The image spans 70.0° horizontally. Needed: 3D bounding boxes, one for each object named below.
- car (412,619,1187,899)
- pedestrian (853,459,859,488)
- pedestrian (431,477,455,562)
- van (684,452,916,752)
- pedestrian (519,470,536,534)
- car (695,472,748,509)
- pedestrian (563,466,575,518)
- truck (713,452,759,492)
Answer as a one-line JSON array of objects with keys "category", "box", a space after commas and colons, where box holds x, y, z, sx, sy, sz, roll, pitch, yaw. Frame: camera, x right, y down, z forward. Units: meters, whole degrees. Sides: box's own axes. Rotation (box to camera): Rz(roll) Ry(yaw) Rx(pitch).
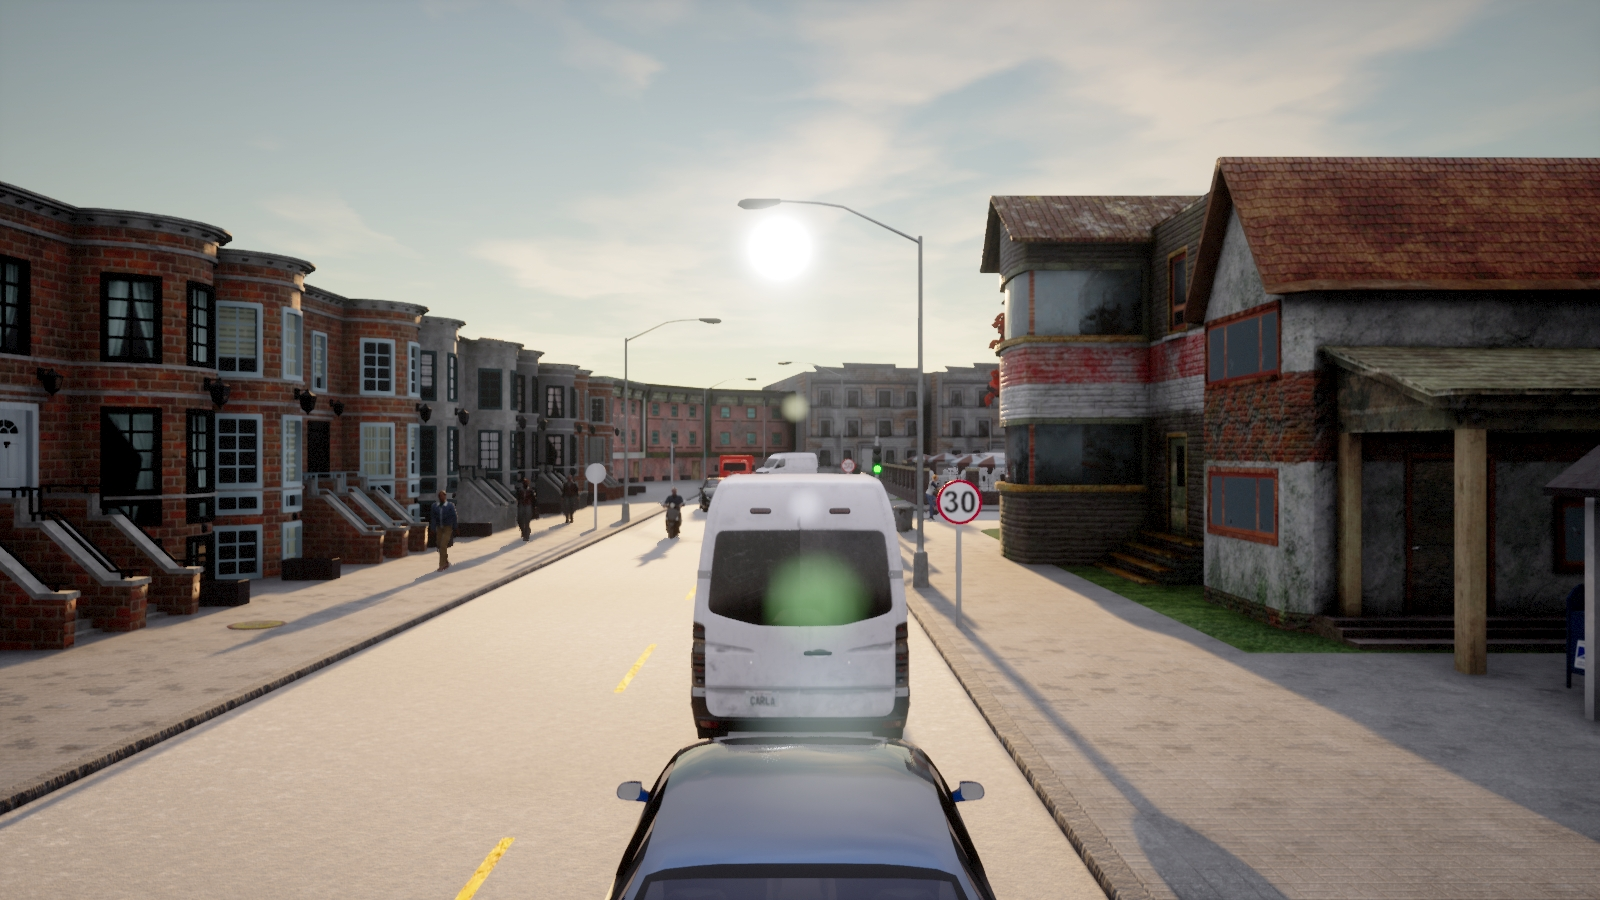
[{"category": "car", "box": [0.000, 1.886, 5.316, 2.033, 1.411, 5.357, 0, 0, 0]}, {"category": "pedestrian", "box": [3.683, 1.523, 74.581, 0.375, 1.860, 0.375, 0, 0, 2]}, {"category": "pedestrian", "box": [-7.868, 1.525, 25.173, 0.375, 1.860, 0.375, 0, 0, 8]}, {"category": "van", "box": [-0.004, 1.314, 12.768, 1.988, 2.561, 5.915, 0, 0, 0]}, {"category": "pedestrian", "box": [-7.964, 1.523, 33.409, 0.375, 1.860, 0.375, 0, 0, 5]}, {"category": "car", "box": [-3.665, 1.826, 52.844, 2.128, 1.511, 4.902, 0, 0, -8]}, {"category": "pedestrian", "box": [-8.390, 1.525, 41.568, 0.375, 1.860, 0.375, 0, 0, -1]}, {"category": "truck", "box": [-4.035, 1.348, 72.687, 2.627, 2.467, 5.204, 0, 0, 0]}]
